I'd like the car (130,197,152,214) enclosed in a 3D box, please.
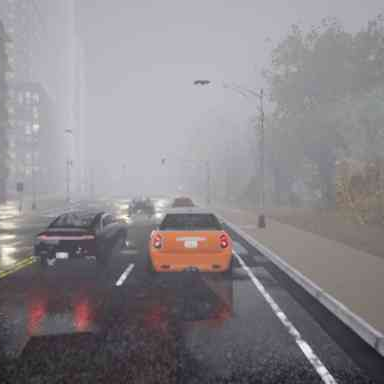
[{"bbox_3d":[-3.998,1.160,26.724,2.128,1.511,4.902,0,1,-3],"label":"car"}]

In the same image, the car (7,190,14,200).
[{"bbox_3d":[-28.169,0.630,46.557,4.829,1.417,1.752,1,0,-13],"label":"car"}]

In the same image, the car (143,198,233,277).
[{"bbox_3d":[-0.071,1.228,9.983,2.097,1.767,4.553,0,1,-1],"label":"car"}]

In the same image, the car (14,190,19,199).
[{"bbox_3d":[-30.518,0.393,54.784,4.097,1.590,1.967,1,0,-13],"label":"car"}]

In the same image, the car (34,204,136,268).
[{"bbox_3d":[-3.338,1.358,10.808,2.128,1.511,4.902,0,1,-1],"label":"car"}]
